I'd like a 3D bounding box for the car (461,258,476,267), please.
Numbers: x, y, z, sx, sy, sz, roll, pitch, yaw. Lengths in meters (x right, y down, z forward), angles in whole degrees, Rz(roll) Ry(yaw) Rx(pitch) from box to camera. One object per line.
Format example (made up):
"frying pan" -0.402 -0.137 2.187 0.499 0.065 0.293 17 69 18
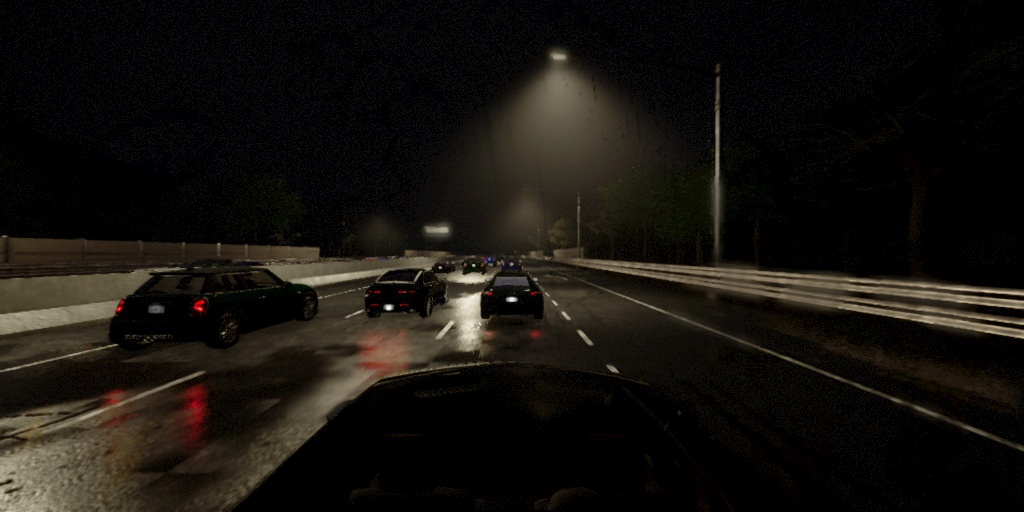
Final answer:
"car" -7.109 1.001 59.315 1.994 1.385 4.181 0 0 0

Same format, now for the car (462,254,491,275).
"car" -3.554 0.906 35.498 2.097 1.767 4.553 0 0 0

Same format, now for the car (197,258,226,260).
"car" -24.624 0.963 29.005 2.097 1.767 4.553 0 0 0

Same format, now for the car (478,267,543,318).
"car" -0.009 1.245 12.594 1.994 1.385 4.181 0 0 0

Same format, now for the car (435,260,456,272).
"car" -7.060 1.113 37.263 1.994 1.385 4.181 0 0 0

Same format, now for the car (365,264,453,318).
"car" -3.510 1.190 12.617 1.837 1.490 4.892 0 0 0

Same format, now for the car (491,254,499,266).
"car" -3.613 0.654 59.395 2.150 2.045 5.566 0 0 0

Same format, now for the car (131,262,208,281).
"car" -28.121 1.211 29.714 1.895 1.301 4.718 0 0 0

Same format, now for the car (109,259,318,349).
"car" -7.006 1.061 9.182 2.097 1.767 4.553 0 0 0

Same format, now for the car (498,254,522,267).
"car" -0.060 0.890 38.030 2.097 1.767 4.553 0 0 0
